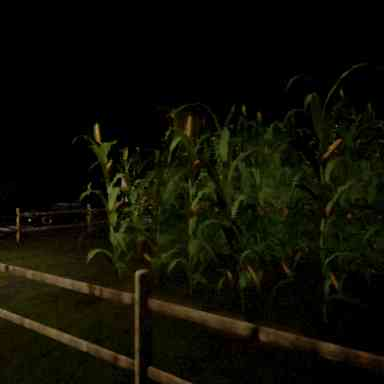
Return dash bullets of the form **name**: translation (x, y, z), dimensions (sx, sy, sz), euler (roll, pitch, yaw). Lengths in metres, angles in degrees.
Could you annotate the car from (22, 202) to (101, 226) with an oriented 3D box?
- **car**: translation (-8.522, 1.377, 21.978), dimensions (1.895, 1.301, 4.718), euler (0, 1, 38)
